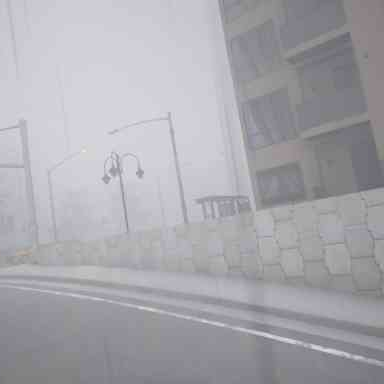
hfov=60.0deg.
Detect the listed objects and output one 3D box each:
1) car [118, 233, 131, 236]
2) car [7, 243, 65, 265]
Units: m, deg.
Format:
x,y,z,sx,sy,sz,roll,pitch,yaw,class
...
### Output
x,y,z,sx,sy,sz,roll,pitch,yaw,class
-7.851,5.457,37.496,1.895,1.301,4.718,-14,-8,35,car
-13.693,5.364,29.564,1.882,1.535,5.008,-14,-8,35,car
